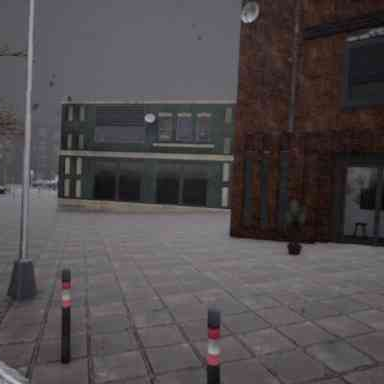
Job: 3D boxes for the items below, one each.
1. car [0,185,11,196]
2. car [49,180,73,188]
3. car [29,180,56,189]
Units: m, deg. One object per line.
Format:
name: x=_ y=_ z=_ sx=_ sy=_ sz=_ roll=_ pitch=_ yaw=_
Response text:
car: x=-24.410 y=-0.256 z=40.780 sx=2.128 sy=1.511 sz=4.902 roll=3 pitch=2 yaw=11
car: x=-27.811 y=-1.625 z=70.506 sx=4.674 sy=1.452 sz=2.002 roll=4 pitch=3 yaw=21
car: x=-29.796 y=-1.655 z=65.355 sx=4.553 sy=1.767 sz=2.185 roll=4 pitch=3 yaw=21
